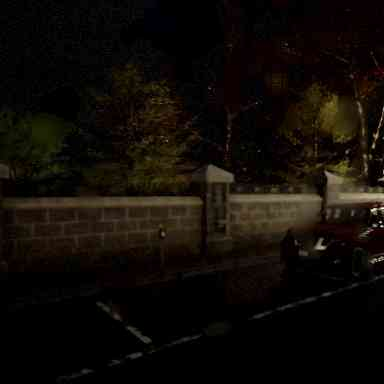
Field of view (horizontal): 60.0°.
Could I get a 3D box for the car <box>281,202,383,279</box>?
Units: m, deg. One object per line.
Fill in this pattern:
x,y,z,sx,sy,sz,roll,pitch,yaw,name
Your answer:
4.926,1.256,10.067,5.009,1.841,2.192,0,1,-36,car
